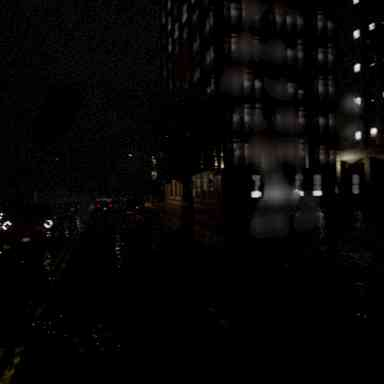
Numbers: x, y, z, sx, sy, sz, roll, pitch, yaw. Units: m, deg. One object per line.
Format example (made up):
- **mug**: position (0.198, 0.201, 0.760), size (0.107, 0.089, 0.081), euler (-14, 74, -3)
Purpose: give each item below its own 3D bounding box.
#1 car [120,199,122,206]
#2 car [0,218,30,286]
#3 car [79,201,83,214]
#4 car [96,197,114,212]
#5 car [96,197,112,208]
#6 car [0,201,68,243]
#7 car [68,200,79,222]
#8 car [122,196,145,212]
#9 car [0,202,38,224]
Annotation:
- **car**: position (-9.315, 1.339, 47.951), size (1.812, 1.442, 4.674), euler (-1, 1, -15)
- **car**: position (-5.040, 1.564, 7.162), size (1.812, 1.442, 4.674), euler (-1, 0, -15)
- **car**: position (-12.604, 1.570, 35.077), size (1.895, 1.301, 4.718), euler (-1, 0, -15)
- **car**: position (-9.925, 1.501, 37.842), size (1.895, 1.301, 4.718), euler (-1, 0, -15)
- **car**: position (-12.443, 1.441, 47.053), size (1.994, 1.385, 4.181), euler (-1, 0, -15)
- **car**: position (-7.418, 1.369, 15.879), size (2.097, 1.767, 4.553), euler (-1, 0, -15)
- **car**: position (-10.026, 1.558, 25.472), size (1.994, 1.385, 4.181), euler (-1, 0, -15)
- **car**: position (-6.397, 1.346, 37.218), size (1.837, 1.490, 4.892), euler (-1, 0, -15)
- **car**: position (-13.635, 1.578, 26.372), size (1.812, 1.442, 4.674), euler (-1, 0, -15)
